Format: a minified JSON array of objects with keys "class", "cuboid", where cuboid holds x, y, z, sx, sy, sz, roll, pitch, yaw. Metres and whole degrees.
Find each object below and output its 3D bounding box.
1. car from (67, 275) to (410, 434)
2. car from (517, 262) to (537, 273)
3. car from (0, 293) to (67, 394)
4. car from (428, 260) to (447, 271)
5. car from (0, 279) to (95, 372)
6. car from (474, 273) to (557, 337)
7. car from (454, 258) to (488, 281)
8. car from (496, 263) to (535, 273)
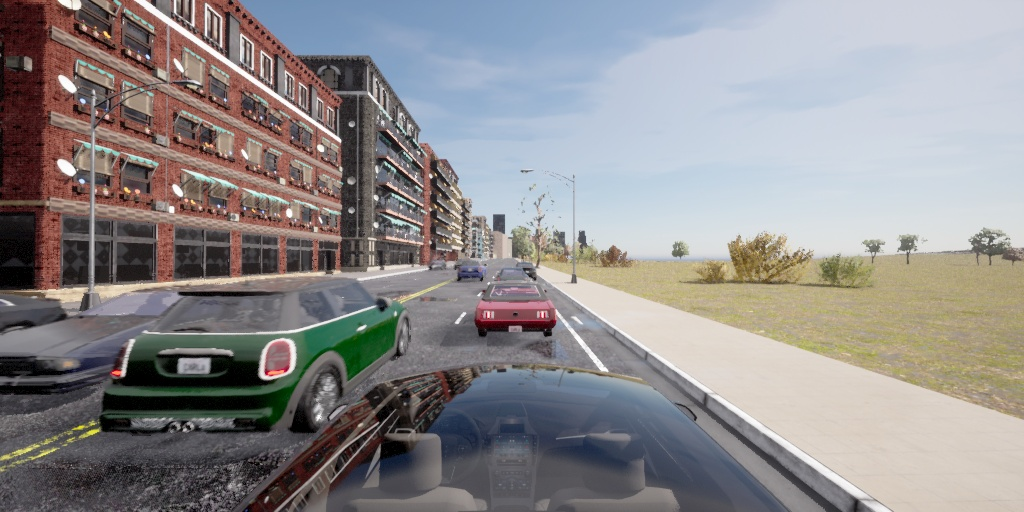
[{"class":"car","cuboid":[-3.163,1.104,5.686,2.097,1.767,4.553,0,0,0]},{"class":"car","cuboid":[1.052,1.259,30.298,1.837,1.490,4.892,0,0,0]},{"class":"car","cuboid":[-6.616,1.298,7.163,2.033,1.411,5.357,0,0,0]},{"class":"car","cuboid":[-9.987,1.244,48.484,2.128,1.511,4.902,0,0,0]},{"class":"car","cuboid":[-9.861,1.242,5.112,2.128,1.511,4.902,0,0,0]},{"class":"car","cuboid":[0.075,1.352,10.274,1.895,1.301,4.718,0,0,0]},{"class":"car","cuboid":[-3.237,1.106,30.092,2.097,1.767,4.553,0,0,1]},{"class":"car","cuboid":[0.036,1.317,20.305,1.994,1.385,4.181,0,0,0]}]
